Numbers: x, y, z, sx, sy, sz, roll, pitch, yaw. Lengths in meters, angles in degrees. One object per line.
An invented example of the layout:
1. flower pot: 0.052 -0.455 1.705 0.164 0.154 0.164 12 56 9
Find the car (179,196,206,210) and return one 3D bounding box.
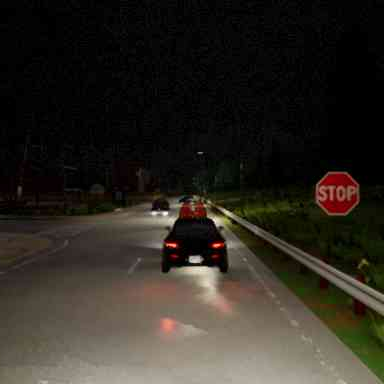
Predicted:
1. car: 0.083 1.332 27.631 2.097 1.767 4.553 0 0 0

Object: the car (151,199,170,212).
1. car: -3.594 1.518 39.163 2.033 1.411 5.357 0 0 0

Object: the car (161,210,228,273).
1. car: 0.077 1.518 10.555 1.812 1.442 4.674 0 0 0

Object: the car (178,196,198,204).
1. car: -0.788 1.480 62.117 1.812 1.442 4.674 0 0 -29
